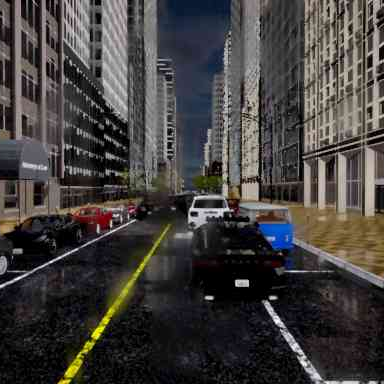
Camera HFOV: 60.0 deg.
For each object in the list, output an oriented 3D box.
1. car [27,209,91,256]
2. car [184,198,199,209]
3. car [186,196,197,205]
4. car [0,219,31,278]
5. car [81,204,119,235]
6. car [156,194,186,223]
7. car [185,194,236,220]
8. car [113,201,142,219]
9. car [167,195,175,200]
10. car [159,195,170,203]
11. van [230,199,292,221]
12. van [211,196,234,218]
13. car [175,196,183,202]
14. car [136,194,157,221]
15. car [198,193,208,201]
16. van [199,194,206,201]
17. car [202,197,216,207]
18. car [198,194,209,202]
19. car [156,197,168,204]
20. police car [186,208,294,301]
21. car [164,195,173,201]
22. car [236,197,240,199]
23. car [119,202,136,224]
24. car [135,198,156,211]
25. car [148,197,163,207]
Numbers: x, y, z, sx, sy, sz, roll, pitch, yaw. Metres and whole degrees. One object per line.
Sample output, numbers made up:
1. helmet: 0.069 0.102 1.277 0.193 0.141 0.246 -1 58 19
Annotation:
1. car: -5.710 1.563 13.051 1.947 1.339 4.313 -1 0 0
2. car: -0.027 1.553 45.684 1.994 1.385 4.181 0 0 1
3. car: -0.052 1.511 59.413 1.812 1.442 4.674 0 0 0
4. car: -5.706 1.549 7.367 2.008 1.369 4.403 -1 0 0
5. car: -5.715 1.540 18.735 1.887 1.381 4.507 -1 0 0
6. car: -0.165 1.214 24.787 2.150 2.045 5.566 -1 0 24
7. car: 0.883 1.220 18.434 2.150 2.045 5.566 0 0 0
8. car: -5.725 1.575 30.102 1.802 1.307 4.206 -1 0 0
9. car: -5.777 1.539 92.622 1.947 1.339 4.313 -1 0 0
10. car: -5.759 1.422 69.887 1.967 1.590 4.097 -1 0 0
11. van: 2.668 1.338 13.058 1.690 1.788 3.998 -1 0 0
12. van: 2.654 1.334 30.109 1.690 1.788 3.998 -1 0 0
13. car: -3.068 1.579 79.263 1.895 1.301 4.718 0 0 0
14. car: -3.123 1.215 27.361 2.150 2.045 5.566 0 0 0
15. car: 2.611 1.293 81.262 2.192 1.841 5.009 -1 0 0
16. van: 2.606 1.317 86.946 1.690 1.788 3.998 -1 0 0
17. car: 2.637 1.538 52.843 2.008 1.369 4.403 -1 0 0
18. car: 2.615 1.295 75.578 2.192 1.841 5.009 -1 0 0
19. car: -5.753 1.565 64.204 1.802 1.307 4.206 -1 0 0
20. police car: 0.891 1.423 8.513 1.930 1.638 5.238 0 0 0
21. car: -5.767 1.503 81.085 1.752 1.417 4.829 -1 0 0
22. car: 2.658 1.309 24.425 2.192 1.841 5.009 -1 0 0
23. car: -5.721 1.545 24.418 2.008 1.369 4.403 -1 0 0
24. car: -5.735 1.541 41.469 2.008 1.369 4.403 -1 0 0
25. car: -5.744 1.538 52.836 2.008 1.369 4.403 -1 0 0
